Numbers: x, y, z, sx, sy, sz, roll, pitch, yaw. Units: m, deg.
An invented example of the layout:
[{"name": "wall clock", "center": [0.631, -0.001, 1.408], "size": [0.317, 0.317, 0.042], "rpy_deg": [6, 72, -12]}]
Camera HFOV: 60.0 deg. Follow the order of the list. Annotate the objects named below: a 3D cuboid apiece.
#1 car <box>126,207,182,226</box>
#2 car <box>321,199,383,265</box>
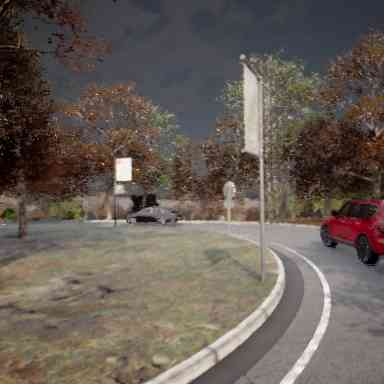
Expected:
[{"name": "car", "center": [-3.195, 1.992, 27.511], "size": [4.902, 1.511, 2.128], "rpy_deg": [-2, -2, 27]}, {"name": "car", "center": [6.536, 1.266, 11.967], "size": [2.150, 2.045, 5.566], "rpy_deg": [0, 0, 3]}]
